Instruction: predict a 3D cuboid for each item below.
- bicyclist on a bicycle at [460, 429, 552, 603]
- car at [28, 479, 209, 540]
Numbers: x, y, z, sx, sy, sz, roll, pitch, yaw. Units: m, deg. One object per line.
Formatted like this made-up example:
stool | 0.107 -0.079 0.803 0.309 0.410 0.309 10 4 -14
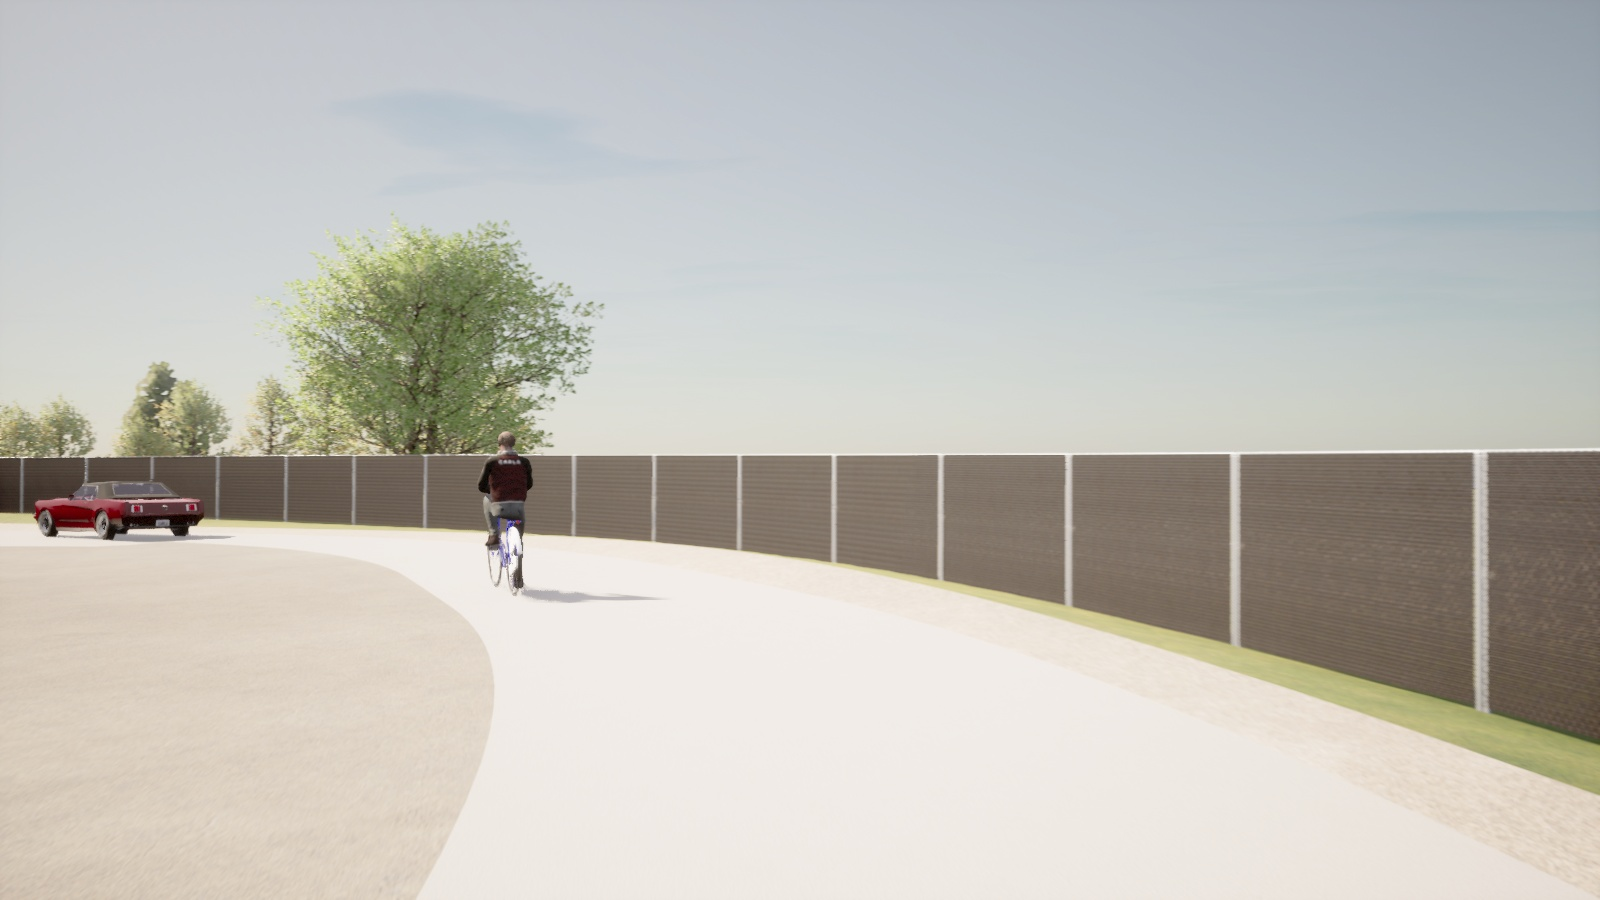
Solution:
bicyclist on a bicycle | -3.249 0.684 13.776 0.659 1.776 1.843 0 -1 -23
car | -15.853 1.352 29.124 4.718 1.301 1.895 -2 -2 37
